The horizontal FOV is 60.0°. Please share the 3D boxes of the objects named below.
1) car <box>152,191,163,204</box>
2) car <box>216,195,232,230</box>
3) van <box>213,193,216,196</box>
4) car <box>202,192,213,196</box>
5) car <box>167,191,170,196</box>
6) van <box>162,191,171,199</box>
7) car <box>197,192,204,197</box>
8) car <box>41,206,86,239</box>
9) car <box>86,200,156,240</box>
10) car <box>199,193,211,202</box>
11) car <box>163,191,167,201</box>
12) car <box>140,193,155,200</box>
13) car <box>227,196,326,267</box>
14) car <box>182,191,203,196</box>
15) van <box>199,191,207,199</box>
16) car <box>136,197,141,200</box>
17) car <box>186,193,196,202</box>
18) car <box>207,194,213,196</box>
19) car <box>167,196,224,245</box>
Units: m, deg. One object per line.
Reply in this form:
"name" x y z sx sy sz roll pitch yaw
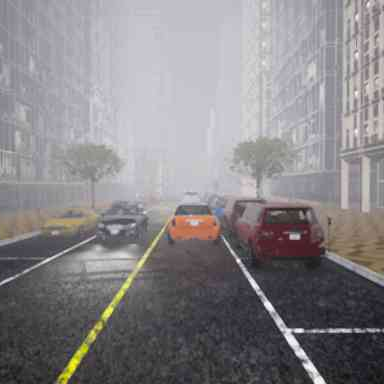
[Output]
"car" -5.934 0.988 50.676 1.967 1.590 4.097 -1 1 0
"car" 2.604 1.168 16.615 2.192 1.841 5.009 -1 1 0
"van" 2.578 1.144 22.298 1.690 1.788 3.998 -1 1 0
"car" 2.498 1.091 39.349 1.967 1.590 4.097 -1 1 0
"car" -6.040 0.925 73.412 1.802 1.307 4.206 -1 1 0
"van" -6.068 0.632 79.093 1.690 1.788 3.998 -1 1 0
"car" 2.314 0.751 90.499 1.947 1.339 4.313 -1 1 0
"car" -5.773 1.379 16.407 1.752 1.417 4.829 -1 1 0
"car" -3.173 1.349 16.055 2.128 1.511 4.902 0 1 0
"car" 2.394 0.997 62.083 2.008 1.369 4.403 -1 1 0
"car" -5.962 0.812 56.358 2.192 1.841 5.009 -1 1 0
"car" -5.881 1.201 39.310 2.008 1.369 4.403 -1 1 0
"car" 2.630 1.218 10.931 2.192 1.841 5.009 -1 1 0
"car" -0.093 0.836 43.458 2.150 2.045 5.566 0 1 0
"van" 2.338 0.685 73.449 1.690 1.788 3.998 -1 1 0
"car" -5.828 1.318 27.944 1.947 1.339 4.313 -1 1 0
"car" -0.180 0.939 60.442 1.882 1.535 5.008 0 1 0
"car" 2.552 1.192 27.982 1.967 1.590 4.097 -1 1 0
"car" 0.038 1.219 14.943 2.097 1.767 4.553 0 1 -1
